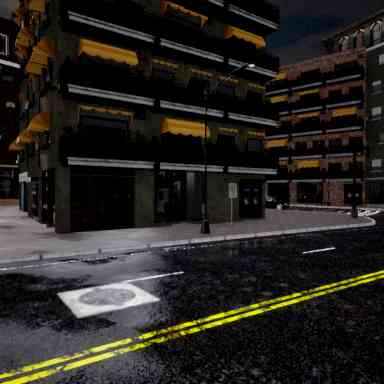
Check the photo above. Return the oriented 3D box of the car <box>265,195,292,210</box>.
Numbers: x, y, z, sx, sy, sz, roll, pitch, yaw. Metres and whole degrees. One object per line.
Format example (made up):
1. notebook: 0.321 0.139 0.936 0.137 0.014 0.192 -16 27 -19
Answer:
1. car: 8.234 1.162 34.887 4.403 1.369 2.008 1 0 38

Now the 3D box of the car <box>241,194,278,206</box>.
1. car: 9.110 1.073 44.868 4.403 1.369 2.008 1 0 38
